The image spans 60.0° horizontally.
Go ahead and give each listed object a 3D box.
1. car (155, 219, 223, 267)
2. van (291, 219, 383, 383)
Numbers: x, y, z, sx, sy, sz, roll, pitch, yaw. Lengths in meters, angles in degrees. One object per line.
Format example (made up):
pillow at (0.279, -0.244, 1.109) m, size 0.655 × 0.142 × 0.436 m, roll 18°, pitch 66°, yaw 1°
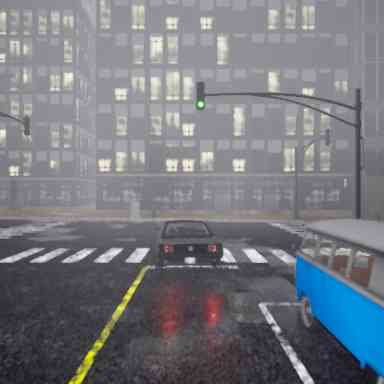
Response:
car at (-0.296, 1.587, 11.422) m, size 1.895 × 1.301 × 4.718 m, roll 0°, pitch 0°, yaw -7°
van at (2.570, 1.339, 4.250) m, size 1.690 × 1.788 × 3.998 m, roll 0°, pitch 0°, yaw 0°
